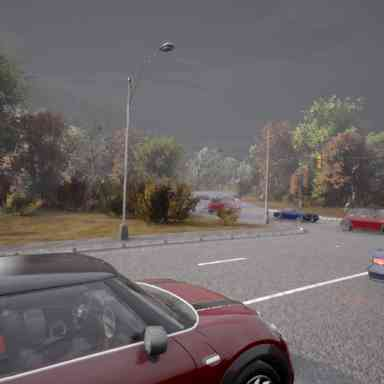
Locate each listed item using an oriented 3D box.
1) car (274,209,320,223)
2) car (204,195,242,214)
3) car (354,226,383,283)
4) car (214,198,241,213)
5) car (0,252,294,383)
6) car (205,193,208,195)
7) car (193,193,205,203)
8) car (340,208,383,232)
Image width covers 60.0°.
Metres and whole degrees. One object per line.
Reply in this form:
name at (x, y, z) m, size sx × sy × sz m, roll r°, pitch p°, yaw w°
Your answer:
car at (10.435, 2.358, 33.407) m, size 1.895 × 1.301 × 4.718 m, roll 3°, pitch -1°, yaw -25°
car at (3.866, 1.773, 39.901) m, size 2.150 × 2.045 × 5.566 m, roll 3°, pitch 0°, yaw -20°
car at (6.573, 1.664, 8.462) m, size 5.357 × 1.411 × 2.033 m, roll 2°, pitch -1°, yaw -36°
car at (4.974, 1.931, 47.436) m, size 2.097 × 1.767 × 4.553 m, roll 3°, pitch 0°, yaw -17°
car at (-1.180, 1.354, 2.905) m, size 4.553 × 1.767 × 2.097 m, roll 0°, pitch 0°, yaw -36°
car at (2.916, 1.051, 78.393) m, size 2.128 × 1.511 × 4.902 m, roll 2°, pitch 2°, yaw -1°
car at (0.577, 1.205, 66.426) m, size 2.097 × 1.767 × 4.553 m, roll 2°, pitch 2°, yaw -8°
car at (12.341, 1.903, 22.134) m, size 2.097 × 1.767 × 4.553 m, roll 3°, pitch -2°, yaw -29°
